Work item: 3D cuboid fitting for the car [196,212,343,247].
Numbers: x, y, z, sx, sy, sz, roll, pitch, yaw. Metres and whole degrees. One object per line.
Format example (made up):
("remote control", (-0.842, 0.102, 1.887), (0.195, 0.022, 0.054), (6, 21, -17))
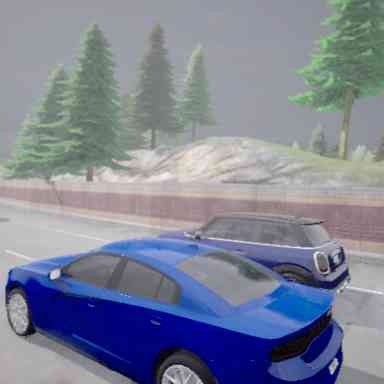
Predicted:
("car", (1.075, 1.249, 7.668), (4.553, 1.767, 2.097), (2, 1, 36))

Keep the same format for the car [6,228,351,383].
("car", (-0.662, 1.385, 4.592), (5.008, 1.535, 1.882), (2, 1, 36))
